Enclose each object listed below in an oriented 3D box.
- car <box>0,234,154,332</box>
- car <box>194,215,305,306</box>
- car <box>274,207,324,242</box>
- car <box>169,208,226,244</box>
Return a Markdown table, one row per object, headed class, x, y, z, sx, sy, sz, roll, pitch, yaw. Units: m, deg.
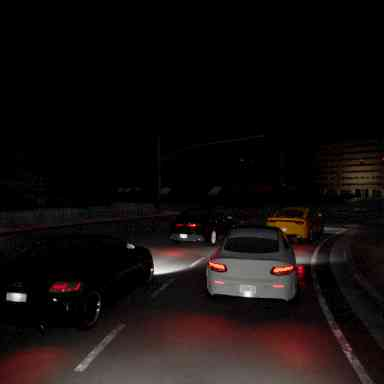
| class | x | y | z | sx | sy | sz | roll | pitch | yaw |
| --- | --- | --- | --- | --- | --- | --- | --- | --- | --- |
| car | -2.255 | 1.564 | 7.010 | 1.994 | 1.385 | 4.181 | 0 | 0 | 12 |
| car | 1.539 | 1.526 | 8.032 | 1.812 | 1.442 | 4.674 | 0 | 0 | 14 |
| car | 5.237 | 1.478 | 16.536 | 1.882 | 1.535 | 5.008 | 0 | 0 | 30 |
| car | 0.636 | 1.505 | 15.441 | 1.837 | 1.490 | 4.892 | 0 | 0 | 24 |
